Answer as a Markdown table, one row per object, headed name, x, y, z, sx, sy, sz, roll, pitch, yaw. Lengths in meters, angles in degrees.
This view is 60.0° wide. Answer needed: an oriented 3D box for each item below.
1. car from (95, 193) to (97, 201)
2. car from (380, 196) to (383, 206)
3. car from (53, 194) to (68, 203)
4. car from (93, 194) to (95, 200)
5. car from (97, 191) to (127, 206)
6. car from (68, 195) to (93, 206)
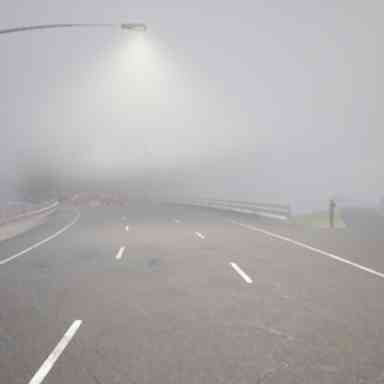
| name | x | y | z | sx | sy | sz | roll | pitch | yaw |
| --- | --- | --- | --- | --- | --- | --- | --- | --- | --- |
| car | -17.995 | 1.001 | 63.814 | 1.837 | 1.490 | 4.892 | -1 | 1 | -39 |
| car | 29.315 | 1.363 | 49.969 | 1.882 | 1.535 | 5.008 | 0 | -2 | 30 |
| car | -23.480 | 1.076 | 59.453 | 1.837 | 1.490 | 4.892 | -1 | 1 | -39 |
| car | -19.814 | 1.140 | 60.363 | 1.895 | 1.301 | 4.718 | -1 | 1 | -36 |
| car | -11.156 | 0.839 | 46.113 | 2.150 | 2.045 | 5.566 | -1 | 0 | -28 |
| car | -16.254 | 1.113 | 48.148 | 1.882 | 1.535 | 5.008 | -1 | 0 | -29 |
